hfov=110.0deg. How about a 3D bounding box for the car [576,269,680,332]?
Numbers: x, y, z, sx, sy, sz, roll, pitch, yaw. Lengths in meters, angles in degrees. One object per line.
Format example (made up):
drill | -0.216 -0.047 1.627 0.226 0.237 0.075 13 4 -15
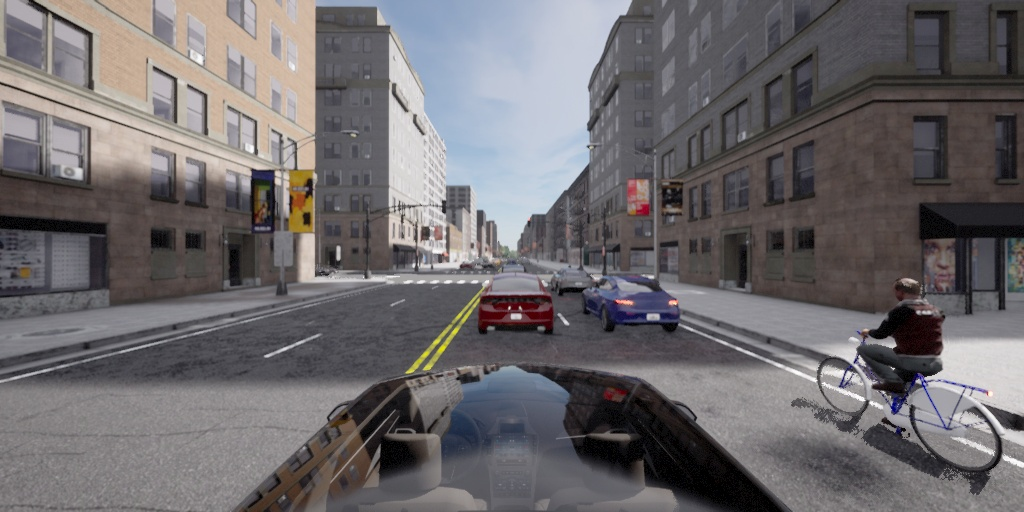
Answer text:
car | 3.338 1.276 10.764 1.812 1.442 4.674 0 0 0

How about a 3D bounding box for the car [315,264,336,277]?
car | -19.911 1.278 34.495 5.357 1.411 2.033 0 0 0

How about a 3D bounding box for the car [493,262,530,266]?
car | 0.084 1.257 20.108 1.837 1.490 4.892 0 0 0

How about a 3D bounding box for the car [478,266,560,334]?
car | 0.094 1.228 10.624 1.882 1.535 5.008 0 0 0

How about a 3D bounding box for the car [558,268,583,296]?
car | 3.235 1.316 19.363 1.994 1.385 4.181 0 0 0

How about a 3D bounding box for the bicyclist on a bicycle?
bicyclist on a bicycle | 4.143 1.120 3.955 0.659 1.776 1.843 0 0 0

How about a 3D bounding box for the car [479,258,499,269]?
car | -3.394 1.363 53.095 1.895 1.301 4.718 0 0 0

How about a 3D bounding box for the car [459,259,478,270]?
car | -6.644 1.363 53.092 1.895 1.301 4.718 0 0 0
